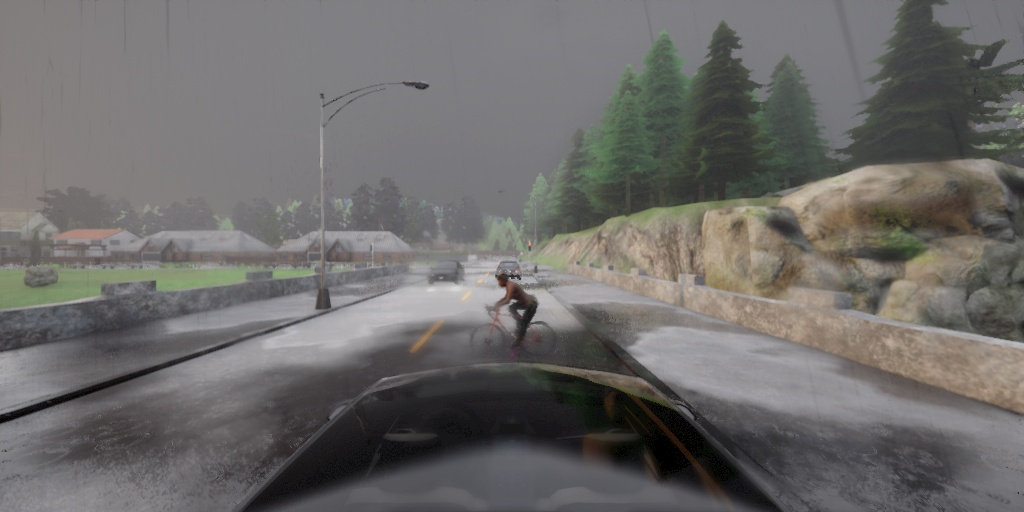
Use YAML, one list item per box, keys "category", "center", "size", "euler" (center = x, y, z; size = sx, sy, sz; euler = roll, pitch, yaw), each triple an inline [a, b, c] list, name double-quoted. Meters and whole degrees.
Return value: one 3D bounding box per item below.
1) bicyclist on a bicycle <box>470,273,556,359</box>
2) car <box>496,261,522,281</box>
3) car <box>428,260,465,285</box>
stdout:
- category: "bicyclist on a bicycle"
  center: [0.008, 1.145, 6.852]
  size: [1.656, 1.620, 0.582]
  euler: [-2, 1, -1]
- category: "car"
  center: [-0.247, 1.073, 26.815]
  size: [2.033, 1.411, 5.357]
  euler: [0, 1, 0]
- category: "car"
  center: [-4.235, 1.062, 23.784]
  size: [1.837, 1.490, 4.892]
  euler: [0, 0, 0]
